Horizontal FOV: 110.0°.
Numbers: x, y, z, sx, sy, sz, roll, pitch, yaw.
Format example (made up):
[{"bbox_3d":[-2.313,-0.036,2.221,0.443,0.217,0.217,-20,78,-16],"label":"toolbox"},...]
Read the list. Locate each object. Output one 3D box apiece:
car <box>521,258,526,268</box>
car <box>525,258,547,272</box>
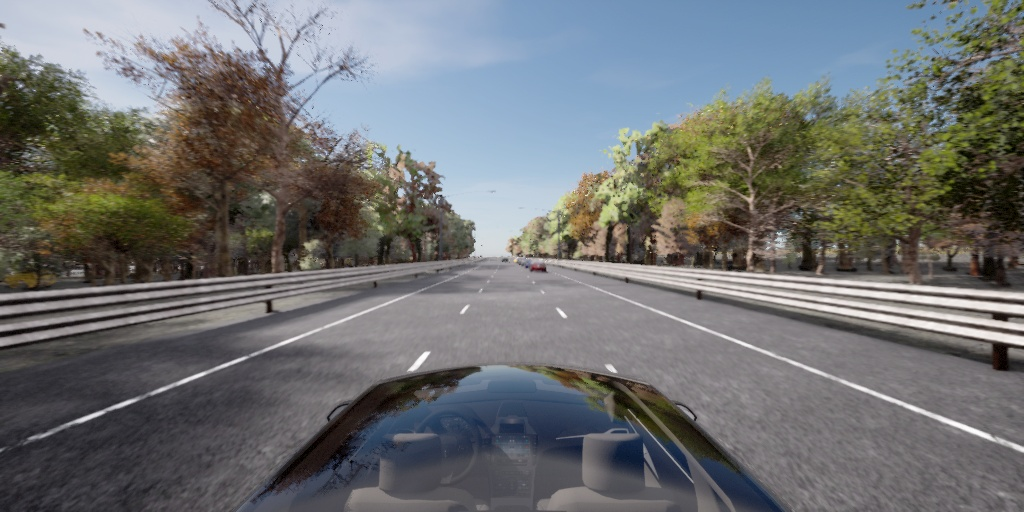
[{"bbox_3d":[2.976,1.306,55.914,1.994,1.385,4.181,0,0,-1],"label":"car"},{"bbox_3d":[3.175,1.251,44.908,2.163,1.488,4.792,0,0,-1],"label":"car"}]
